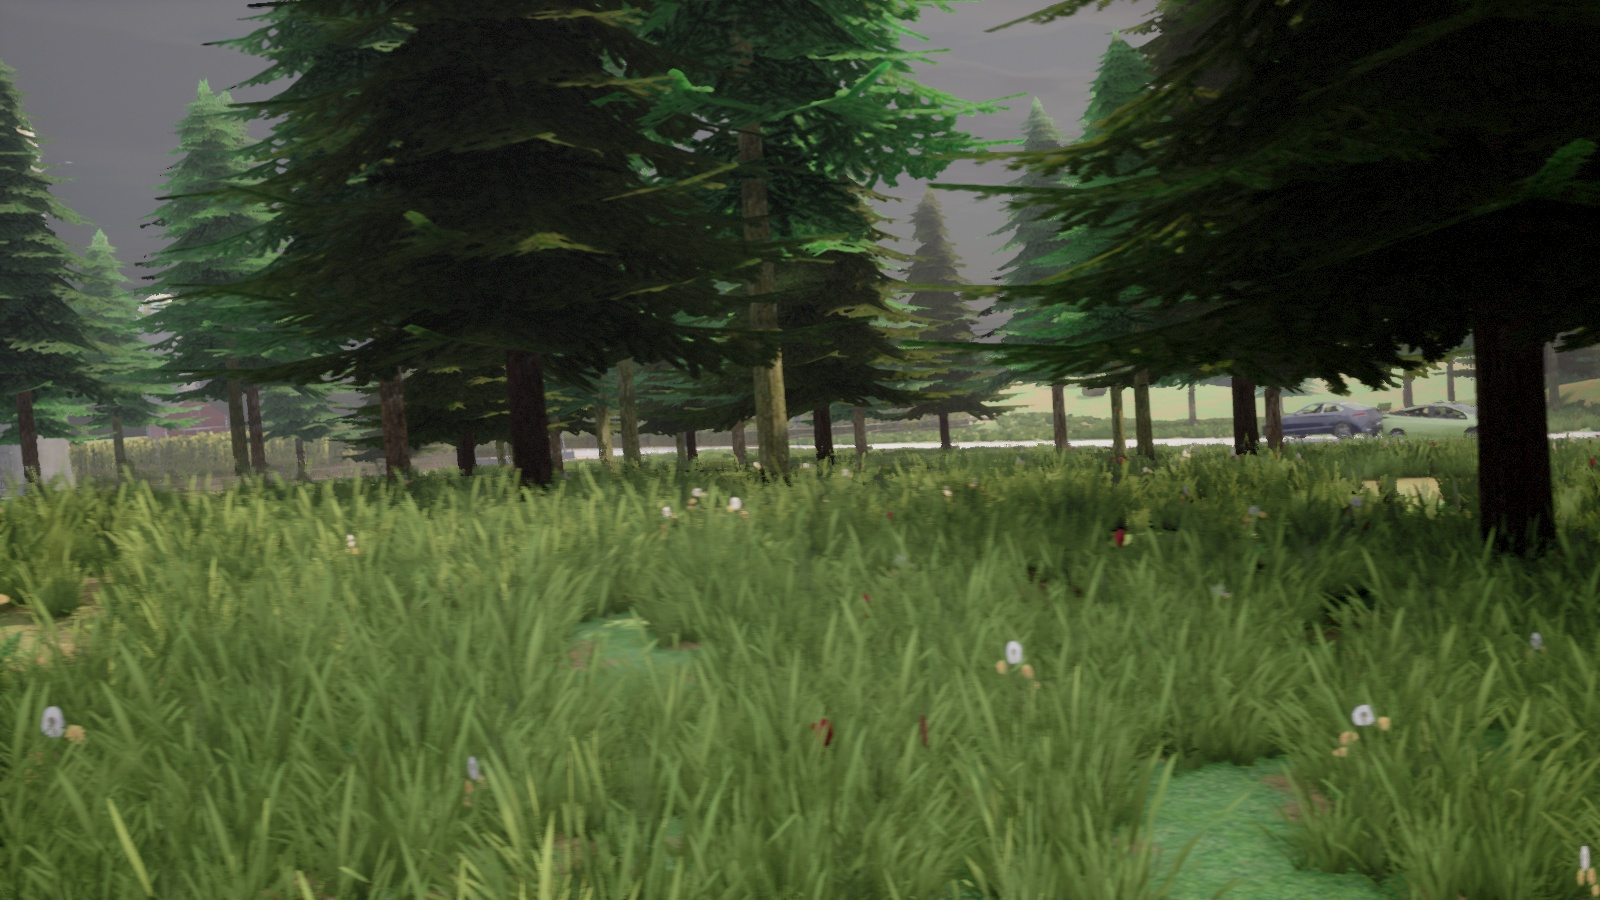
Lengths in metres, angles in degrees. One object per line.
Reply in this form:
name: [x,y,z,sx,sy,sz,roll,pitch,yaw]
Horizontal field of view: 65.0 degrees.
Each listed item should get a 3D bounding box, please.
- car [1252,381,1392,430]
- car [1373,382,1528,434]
car: [22.126,-1.864,53.423,2.152,1.651,5.027,-7,3,-35]
car: [23.649,-1.499,45.816,2.007,1.525,4.514,-7,3,-35]
